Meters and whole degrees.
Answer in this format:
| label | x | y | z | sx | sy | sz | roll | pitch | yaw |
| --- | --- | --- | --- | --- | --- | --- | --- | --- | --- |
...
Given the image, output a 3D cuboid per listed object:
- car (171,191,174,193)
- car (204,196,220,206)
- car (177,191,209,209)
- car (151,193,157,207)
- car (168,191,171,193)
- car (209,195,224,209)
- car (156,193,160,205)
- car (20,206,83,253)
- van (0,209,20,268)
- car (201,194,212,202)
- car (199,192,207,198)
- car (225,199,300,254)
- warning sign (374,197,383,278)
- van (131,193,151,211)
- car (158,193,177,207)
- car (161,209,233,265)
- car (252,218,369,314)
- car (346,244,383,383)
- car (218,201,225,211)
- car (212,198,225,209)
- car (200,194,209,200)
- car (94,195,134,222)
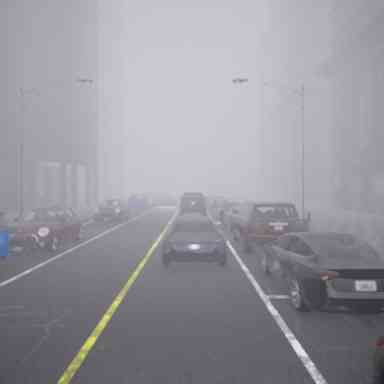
| label | x | y | z | sx | sy | sz | roll | pitch | yaw |
| --- | --- | --- | --- | --- | --- | --- | --- | --- | --- |
| car | -5.748 | 1.033 | 74.992 | 1.947 | 1.339 | 4.313 | 0 | 0 | 0 |
| car | 2.771 | 1.226 | 46.815 | 1.947 | 1.339 | 4.313 | 0 | 0 | 0 |
| car | 0.094 | 1.008 | 28.940 | 2.150 | 2.045 | 5.566 | 0 | 0 | 0 |
| car | -5.755 | 1.226 | 41.004 | 1.752 | 1.417 | 4.829 | 0 | 0 | 0 |
| car | -5.751 | 0.859 | 63.718 | 2.192 | 1.841 | 5.009 | 0 | 0 | 0 |
| car | 2.768 | 1.180 | 35.541 | 1.967 | 1.590 | 4.097 | 0 | 0 | 0 |
| car | -5.754 | 1.211 | 46.810 | 2.008 | 1.369 | 4.403 | 0 | 0 | 0 |
| car | -5.762 | 1.344 | 12.990 | 1.967 | 1.590 | 4.097 | 0 | 0 | 0 |
| van | -5.763 | 1.286 | 7.353 | 1.690 | 1.788 | 3.998 | 0 | 0 | 0 |
| car | 2.775 | 1.126 | 63.724 | 1.802 | 1.307 | 4.206 | 0 | 0 | 0 |
| car | 2.779 | 0.833 | 86.268 | 1.967 | 1.590 | 4.097 | 0 | 0 | 0 |
| car | 2.763 | 1.219 | 12.997 | 2.192 | 1.841 | 5.009 | 0 | 0 | 0 |
| warning sign | 5.073 | 1.059 | 7.516 | 1.300 | 1.860 | 1.060 | 0 | 1 | 0 |
| van | -5.757 | 1.081 | 35.536 | 1.690 | 1.788 | 3.998 | 0 | 0 | 0 |
| car | -3.077 | 1.238 | 44.793 | 1.994 | 1.385 | 4.181 | 0 | 0 | 0 |
| car | 0.077 | 1.481 | 11.286 | 1.994 | 1.385 | 4.181 | 0 | 0 | 0 |
| car | 2.762 | 1.511 | 7.362 | 1.947 | 1.339 | 4.313 | 0 | 0 | 0 |
| car | 2.761 | 1.427 | 1.724 | 1.967 | 1.590 | 4.097 | 0 | 0 | 0 |
| car | 2.765 | 1.408 | 18.635 | 1.887 | 1.381 | 4.507 | 0 | 0 | 0 |
| car | 2.766 | 1.388 | 24.271 | 1.947 | 1.339 | 4.313 | 0 | 0 | 0 |
| car | 2.777 | 1.049 | 74.996 | 1.802 | 1.307 | 4.206 | 0 | 0 | 0 |
| car | -5.759 | 1.262 | 24.264 | 1.967 | 1.590 | 4.097 | 0 | 0 | 0 |
